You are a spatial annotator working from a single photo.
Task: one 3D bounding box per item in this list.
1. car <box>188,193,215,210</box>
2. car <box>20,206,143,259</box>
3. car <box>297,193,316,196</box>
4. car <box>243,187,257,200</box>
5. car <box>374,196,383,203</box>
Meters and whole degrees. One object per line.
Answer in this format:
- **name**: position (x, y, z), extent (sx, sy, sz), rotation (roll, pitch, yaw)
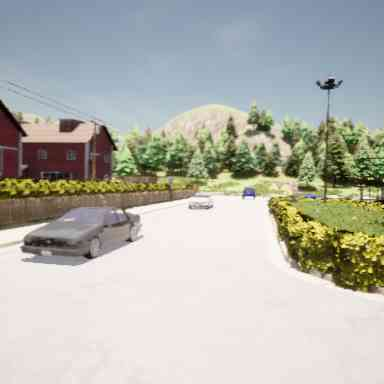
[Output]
- **car**: position (0.962, 0.844, 31.699), extent (1.812, 1.442, 4.674), rotation (2, 1, 12)
- **car**: position (-3.318, 1.193, 11.415), extent (2.033, 1.411, 5.357), rotation (2, 1, 12)
- **car**: position (14.365, 0.901, 43.122), extent (5.008, 1.535, 1.882), rotation (2, 1, 21)
- **car**: position (9.954, 0.203, 57.714), extent (2.150, 2.045, 5.566), rotation (2, 1, 11)
- **car**: position (21.408, 1.025, 34.525), extent (2.150, 2.045, 5.566), rotation (1, 1, -7)
